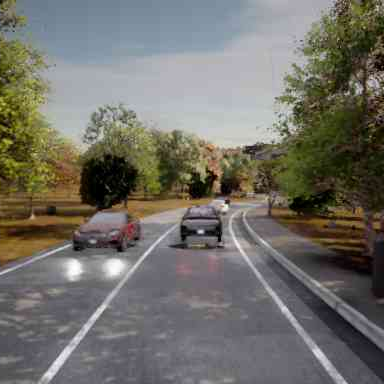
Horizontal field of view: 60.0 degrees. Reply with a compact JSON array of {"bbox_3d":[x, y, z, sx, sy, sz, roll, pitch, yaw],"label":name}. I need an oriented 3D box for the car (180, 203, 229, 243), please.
[{"bbox_3d":[0.476,1.445,16.035,2.128,1.511,4.902,0,-1,3],"label":"car"}]

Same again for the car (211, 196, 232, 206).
[{"bbox_3d":[4.963,1.489,55.351,2.033,1.411,5.357,2,0,20],"label":"car"}]

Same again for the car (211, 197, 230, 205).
[{"bbox_3d":[2.699,1.515,33.550,1.812,1.442,4.674,1,0,11],"label":"car"}]

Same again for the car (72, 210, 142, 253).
[{"bbox_3d":[-3.310,1.475,13.827,1.812,1.442,4.674,0,-1,3],"label":"car"}]
